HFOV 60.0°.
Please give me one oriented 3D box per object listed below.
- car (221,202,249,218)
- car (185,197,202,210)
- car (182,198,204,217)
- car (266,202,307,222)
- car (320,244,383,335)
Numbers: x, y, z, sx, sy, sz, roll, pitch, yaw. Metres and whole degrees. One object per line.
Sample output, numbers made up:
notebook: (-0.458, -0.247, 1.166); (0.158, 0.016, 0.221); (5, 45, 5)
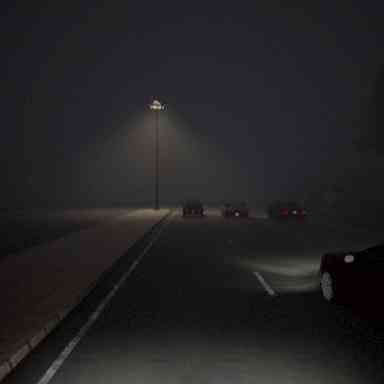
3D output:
car: (3.609, 1.497, 28.861); (1.895, 1.301, 4.718); (0, 0, 0)
car: (0.170, 1.415, 41.617); (1.994, 1.385, 4.181); (0, 0, 1)
car: (0.104, 1.418, 29.873); (1.812, 1.442, 4.674); (0, 0, 0)
car: (7.112, 1.455, 25.480); (2.033, 1.411, 5.357); (0, 0, 0)
car: (3.602, 1.459, 4.985); (1.882, 1.535, 5.008); (0, 0, 0)
